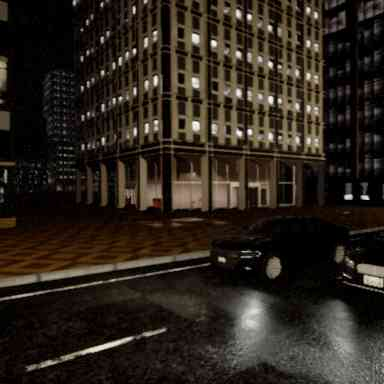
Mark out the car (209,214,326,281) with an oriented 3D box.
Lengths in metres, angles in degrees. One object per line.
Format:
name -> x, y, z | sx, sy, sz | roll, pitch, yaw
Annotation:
car -> 2.762, 1.446, 9.949 | 5.008, 1.535, 1.882 | 0, 0, -37

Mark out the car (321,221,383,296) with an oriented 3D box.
car -> 5.489, 1.475, 7.933 | 4.902, 1.511, 2.128 | 0, 0, -37
